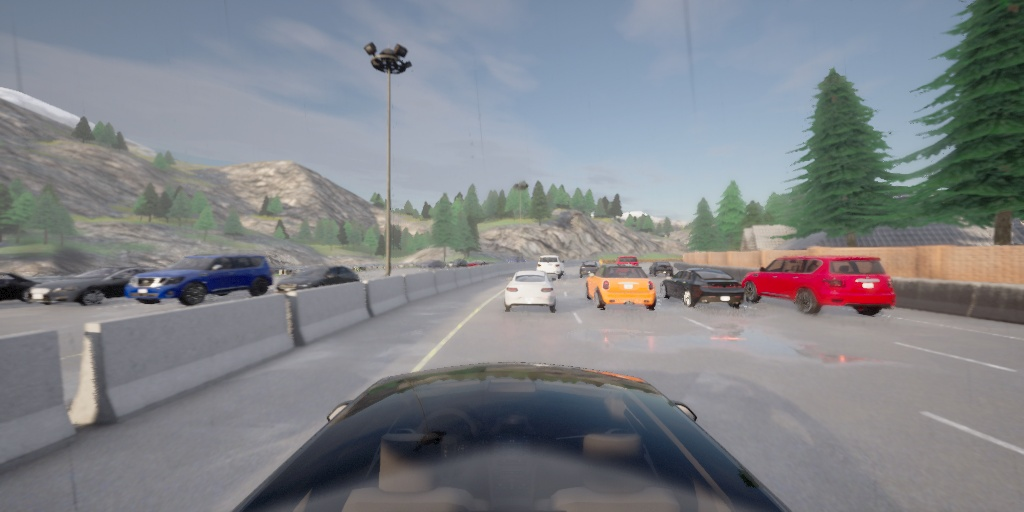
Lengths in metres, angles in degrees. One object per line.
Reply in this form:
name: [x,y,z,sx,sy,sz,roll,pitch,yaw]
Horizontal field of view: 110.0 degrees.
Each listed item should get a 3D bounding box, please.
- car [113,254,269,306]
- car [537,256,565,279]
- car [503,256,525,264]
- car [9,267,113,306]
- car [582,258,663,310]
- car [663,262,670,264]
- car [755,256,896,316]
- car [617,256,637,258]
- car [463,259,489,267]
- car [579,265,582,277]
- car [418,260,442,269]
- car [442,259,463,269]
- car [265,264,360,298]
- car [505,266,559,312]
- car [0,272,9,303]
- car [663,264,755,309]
car: [-13.349,0.935,15.955,2.150,2.045,5.566,0,0,5]
car: [3.691,0.983,33.668,2.150,2.045,5.566,0,0,12]
car: [0.434,0.974,59.876,2.150,2.045,5.566,0,0,21]
car: [-16.881,1.196,15.366,2.128,1.511,4.902,0,0,5]
car: [4.348,1.115,14.959,2.097,1.767,4.553,0,0,5]
car: [15.218,1.298,36.709,1.837,1.490,4.892,0,0,14]
car: [11.227,1.003,13.735,2.150,2.045,5.566,0,0,5]
car: [11.242,1.004,35.301,2.150,2.045,5.566,0,0,13]
car: [-5.219,1.339,54.588,1.895,1.301,4.718,0,0,19]
car: [7.598,1.264,34.947,2.128,1.511,4.902,0,0,13]
car: [-12.327,1.266,55.346,2.033,1.411,5.357,0,0,18]
car: [-8.426,1.221,55.902,2.128,1.511,4.902,0,0,19]
car: [-9.591,1.230,18.123,1.837,1.490,4.892,0,0,6]
car: [0.767,1.278,14.202,1.812,1.442,4.674,0,0,5]
car: [-20.568,1.295,13.395,1.895,1.301,4.718,0,0,4]
car: [7.881,1.277,15.281,1.837,1.490,4.892,0,0,5]
